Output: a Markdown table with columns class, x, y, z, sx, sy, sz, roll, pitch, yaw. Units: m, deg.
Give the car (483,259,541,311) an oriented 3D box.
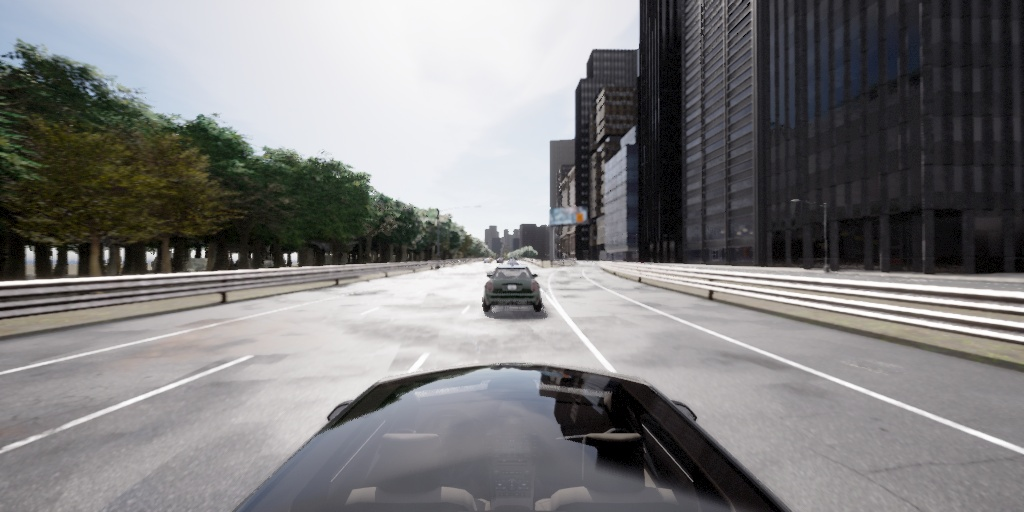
| class | x | y | z | sx | sy | sz | roll | pitch | yaw |
| --- | --- | --- | --- | --- | --- | --- | --- | --- | --- |
| car | 0.009 | 1.143 | 14.867 | 2.097 | 1.767 | 4.553 | 0 | 0 | 0 |
